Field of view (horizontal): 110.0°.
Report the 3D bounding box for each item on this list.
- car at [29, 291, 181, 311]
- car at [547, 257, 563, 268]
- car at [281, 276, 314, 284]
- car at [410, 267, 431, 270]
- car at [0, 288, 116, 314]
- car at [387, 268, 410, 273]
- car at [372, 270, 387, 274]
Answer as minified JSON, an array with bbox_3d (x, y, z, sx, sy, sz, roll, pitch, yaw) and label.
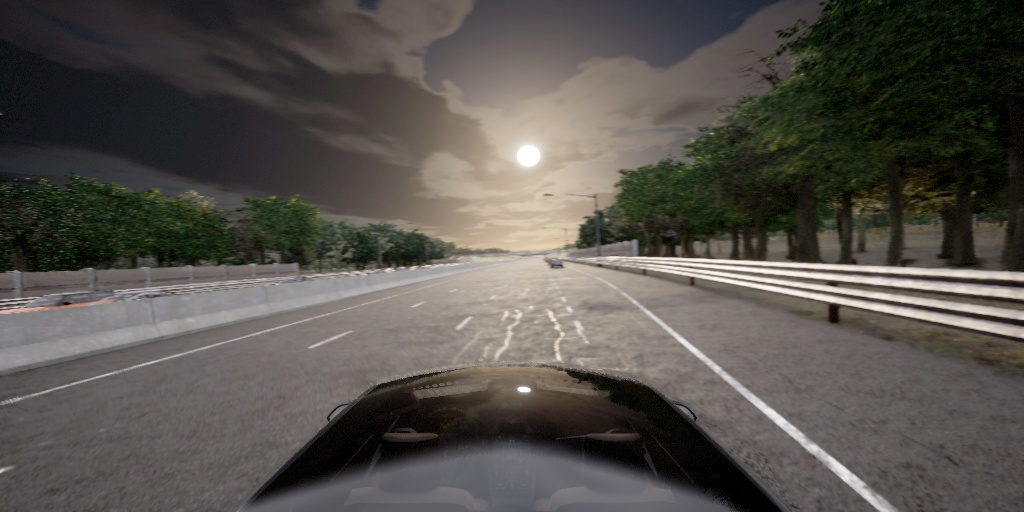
[{"bbox_3d":[-17.073,2.396,16.067,2.128,1.511,4.902,-4,0,4],"label":"car"},{"bbox_3d":[7.391,1.178,59.414,1.994,1.385,4.181,-4,0,4],"label":"car"},{"bbox_3d":[-25.488,3.151,42.677,1.994,1.385,4.181,-4,0,5],"label":"car"},{"bbox_3d":[-13.883,2.442,56.709,1.837,1.490,4.892,-4,0,5],"label":"car"},{"bbox_3d":[-20.562,2.478,16.349,2.097,1.767,4.553,-4,0,5],"label":"car"},{"bbox_3d":[-17.363,2.653,56.963,2.128,1.511,4.902,-4,0,5],"label":"car"},{"bbox_3d":[-20.830,2.930,57.220,2.033,1.411,5.357,-4,0,5],"label":"car"}]
